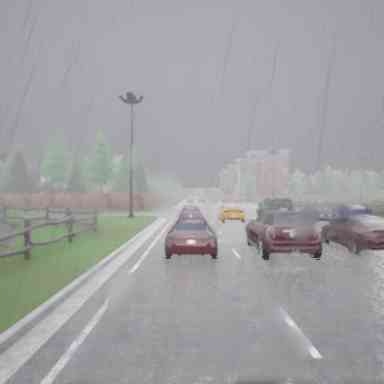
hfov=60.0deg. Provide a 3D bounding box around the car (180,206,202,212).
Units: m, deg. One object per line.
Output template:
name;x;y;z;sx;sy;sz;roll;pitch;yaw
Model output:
car;-0.105;1.873;28.495;1.994;1.385;4.181;0;-1;0

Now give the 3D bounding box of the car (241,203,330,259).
car;3.481;1.497;13.429;2.097;1.767;4.553;0;-1;0

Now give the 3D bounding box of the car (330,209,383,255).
car;6.981;1.676;13.918;1.812;1.442;4.674;0;0;0

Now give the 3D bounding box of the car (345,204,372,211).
car;13.898;1.793;29.312;1.882;1.535;5.008;0;0;0

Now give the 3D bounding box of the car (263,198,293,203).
car;6.892;1.523;27.593;2.150;2.045;5.566;0;0;0

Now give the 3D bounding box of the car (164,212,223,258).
car;-0.019;1.711;13.490;1.994;1.385;4.181;0;-1;0

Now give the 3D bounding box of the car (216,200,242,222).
car;3.399;1.793;29.255;1.882;1.535;5.008;0;0;0

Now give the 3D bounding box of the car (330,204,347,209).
car;10.392;1.845;27.552;2.033;1.411;5.357;0;-1;0
